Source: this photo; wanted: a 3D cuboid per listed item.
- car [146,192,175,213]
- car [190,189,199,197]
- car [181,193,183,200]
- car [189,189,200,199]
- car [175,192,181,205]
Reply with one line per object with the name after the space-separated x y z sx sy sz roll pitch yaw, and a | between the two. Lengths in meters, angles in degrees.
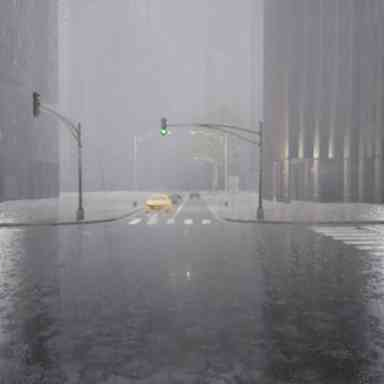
-2.871 0.983 29.450 1.882 1.535 5.008 0 1 1 | car
0.587 0.158 69.116 1.837 1.490 4.892 0 1 1 | car
-2.580 0.636 56.111 1.895 1.301 4.718 0 1 1 | car
0.490 0.490 58.698 1.837 1.490 4.892 0 1 1 | car
-2.755 0.873 41.047 1.994 1.385 4.181 0 1 1 | car
